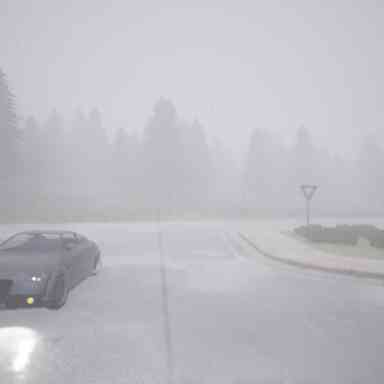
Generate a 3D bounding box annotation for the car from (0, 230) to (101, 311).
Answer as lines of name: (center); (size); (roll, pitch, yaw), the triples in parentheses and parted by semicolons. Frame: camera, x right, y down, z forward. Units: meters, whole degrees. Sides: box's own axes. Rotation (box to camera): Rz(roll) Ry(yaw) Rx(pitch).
car: (-3.560, 1.614, 7.832); (1.994, 1.385, 4.181); (0, -1, 0)
